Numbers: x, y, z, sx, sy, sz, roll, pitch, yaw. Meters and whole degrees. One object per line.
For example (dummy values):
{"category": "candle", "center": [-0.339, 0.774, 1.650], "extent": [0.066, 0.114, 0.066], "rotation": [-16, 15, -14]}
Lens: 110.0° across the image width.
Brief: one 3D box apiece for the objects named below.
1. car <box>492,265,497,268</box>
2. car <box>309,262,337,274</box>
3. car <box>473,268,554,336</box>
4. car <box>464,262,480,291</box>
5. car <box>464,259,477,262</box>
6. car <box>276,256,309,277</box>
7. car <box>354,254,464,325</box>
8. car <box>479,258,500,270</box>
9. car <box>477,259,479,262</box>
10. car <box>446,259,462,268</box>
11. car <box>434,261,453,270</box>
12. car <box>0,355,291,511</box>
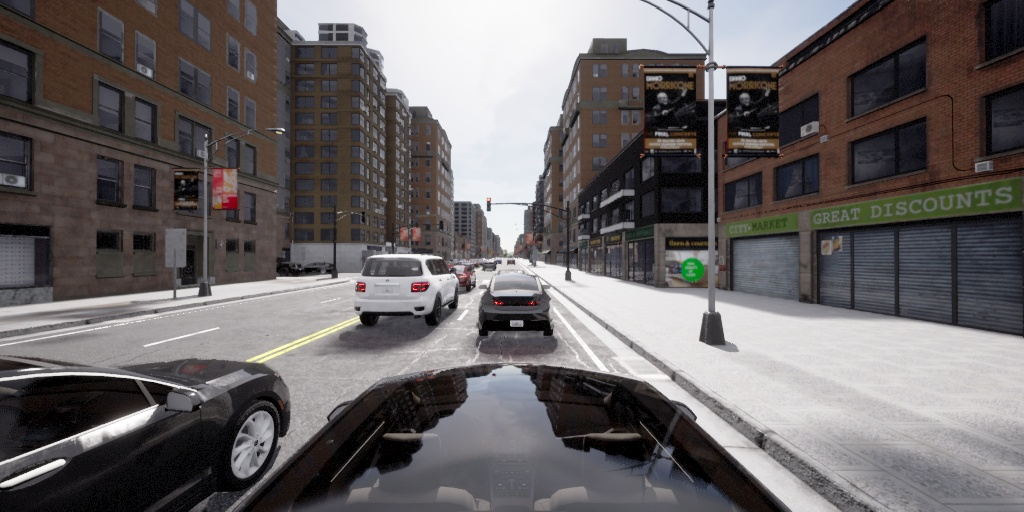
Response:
{"category": "car", "center": [-0.040, 1.353, 19.699], "extent": [1.895, 1.301, 4.718], "rotation": [0, 0, 0]}
{"category": "car", "center": [-22.237, 1.347, 40.721], "extent": [4.313, 1.339, 1.948], "rotation": [0, 0, 0]}
{"category": "car", "center": [0.083, 1.256, 10.385], "extent": [1.837, 1.490, 4.892], "rotation": [0, 0, 0]}
{"category": "car", "center": [-3.253, 1.279, 21.593], "extent": [1.812, 1.442, 4.674], "rotation": [0, 0, 0]}
{"category": "car", "center": [-6.709, 1.334, 52.969], "extent": [1.994, 1.385, 4.181], "rotation": [0, 0, -1]}
{"category": "car", "center": [-23.563, 0.974, 35.243], "extent": [5.566, 2.045, 2.150], "rotation": [0, 0, 0]}
{"category": "car", "center": [-3.175, 0.972, 11.892], "extent": [2.150, 2.045, 5.566], "rotation": [0, 0, 1]}
{"category": "car", "center": [-3.238, 1.260, 52.219], "extent": [2.128, 1.511, 4.902], "rotation": [0, 0, 0]}
{"category": "car", "center": [-6.709, 1.254, 61.671], "extent": [1.882, 1.535, 5.008], "rotation": [0, 0, 0]}
{"category": "car", "center": [-9.952, 1.254, 61.835], "extent": [1.882, 1.535, 5.008], "rotation": [0, 0, 0]}
{"category": "car", "center": [-9.957, 1.370, 52.587], "extent": [1.895, 1.301, 4.718], "rotation": [0, 0, 0]}
{"category": "car", "center": [-3.152, 1.255, 1.666], "extent": [1.837, 1.490, 4.892], "rotation": [0, 0, 0]}
